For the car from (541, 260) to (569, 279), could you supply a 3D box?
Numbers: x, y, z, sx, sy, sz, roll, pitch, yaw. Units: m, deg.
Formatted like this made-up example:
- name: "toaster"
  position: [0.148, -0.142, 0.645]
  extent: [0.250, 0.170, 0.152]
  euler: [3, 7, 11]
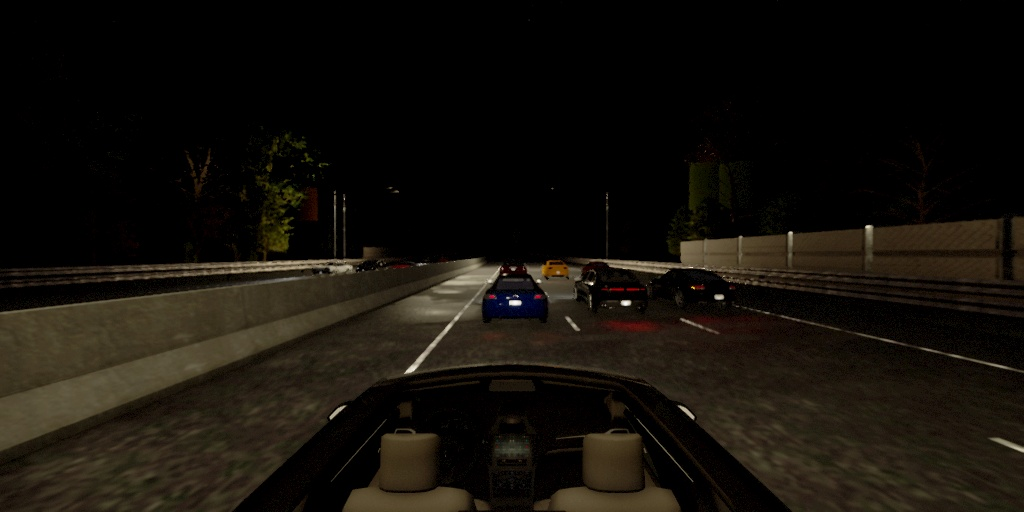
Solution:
- name: "car"
  position: [3.597, 1.124, 30.503]
  extent: [1.882, 1.535, 5.008]
  euler: [0, 0, 0]

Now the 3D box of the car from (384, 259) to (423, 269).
- name: "car"
  position: [-10.597, 1.230, 35.326]
  extent: [1.895, 1.301, 4.718]
  euler: [0, 0, 0]

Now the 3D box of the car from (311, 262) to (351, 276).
- name: "car"
  position: [-17.597, 1.230, 35.207]
  extent: [1.895, 1.301, 4.718]
  euler: [0, 0, 0]

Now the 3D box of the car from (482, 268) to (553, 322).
- name: "car"
  position: [0.091, 1.278, 12.091]
  extent: [1.994, 1.385, 4.181]
  euler: [0, 0, 0]

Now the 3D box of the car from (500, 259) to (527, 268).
- name: "car"
  position: [0.094, 1.005, 28.697]
  extent: [2.097, 1.767, 4.553]
  euler: [0, 0, 0]

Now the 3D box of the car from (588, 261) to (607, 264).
- name: "car"
  position: [7.097, 1.174, 29.968]
  extent: [1.812, 1.442, 4.674]
  euler: [0, 0, 0]

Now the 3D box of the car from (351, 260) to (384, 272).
- name: "car"
  position: [-14.095, 1.132, 36.341]
  extent: [1.837, 1.490, 4.892]
  euler: [0, 0, 0]

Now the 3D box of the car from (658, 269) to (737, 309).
- name: "car"
  position: [7.096, 1.230, 14.572]
  extent: [1.812, 1.442, 4.674]
  euler: [0, 0, 0]

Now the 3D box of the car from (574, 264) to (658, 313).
- name: "car"
  position: [3.594, 1.213, 13.710]
  extent: [1.837, 1.490, 4.892]
  euler: [0, 0, 0]
